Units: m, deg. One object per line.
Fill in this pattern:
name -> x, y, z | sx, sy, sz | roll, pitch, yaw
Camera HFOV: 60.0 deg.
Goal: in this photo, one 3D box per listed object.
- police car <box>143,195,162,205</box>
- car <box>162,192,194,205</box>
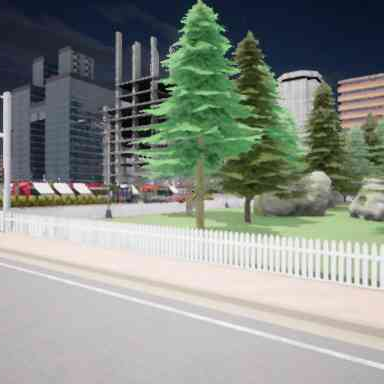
police car -> -5.873, 1.239, 54.135 | 1.930, 1.638, 5.238 | 0, 0, 34
car -> -1.795, 1.056, 54.038 | 2.150, 2.045, 5.566 | 0, 0, 34
